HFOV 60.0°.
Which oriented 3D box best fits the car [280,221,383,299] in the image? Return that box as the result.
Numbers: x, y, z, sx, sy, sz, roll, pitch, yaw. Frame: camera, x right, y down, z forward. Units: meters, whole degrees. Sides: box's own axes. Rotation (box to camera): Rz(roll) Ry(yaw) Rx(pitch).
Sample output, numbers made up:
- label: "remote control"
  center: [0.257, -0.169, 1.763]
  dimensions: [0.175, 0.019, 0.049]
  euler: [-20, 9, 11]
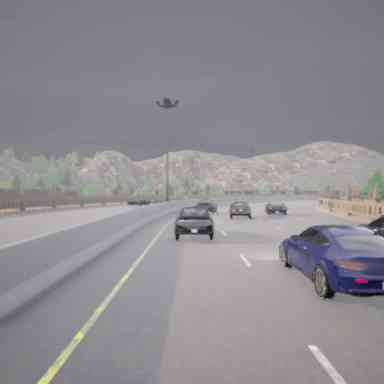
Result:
- label: "car"
  center: [3.601, 1.525, 8.310]
  dimensions: [1.812, 1.442, 4.674]
  euler: [0, 0, 0]

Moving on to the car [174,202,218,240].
- label: "car"
  center: [0.125, 1.490, 17.015]
  dimensions: [2.128, 1.511, 4.902]
  euler: [0, 0, 0]

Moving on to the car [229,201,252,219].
- label: "car"
  center: [4.291, 1.544, 29.515]
  dimensions: [2.033, 1.411, 5.357]
  euler: [0, 0, 7]

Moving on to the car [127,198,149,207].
- label: "car"
  center: [-8.486, 1.594, 52.978]
  dimensions: [1.895, 1.301, 4.718]
  euler: [0, 0, 18]

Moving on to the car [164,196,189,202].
- label: "car"
  center: [-1.946, 1.346, 50.315]
  dimensions: [2.097, 1.767, 4.553]
  euler: [0, 0, 18]

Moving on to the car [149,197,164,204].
- label: "car"
  center: [-4.666, 1.557, 53.232]
  dimensions: [1.994, 1.385, 4.181]
  euler: [0, 0, 19]

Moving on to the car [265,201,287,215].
- label: "car"
  center: [8.444, 1.597, 33.676]
  dimensions: [1.895, 1.301, 4.718]
  euler: [0, 0, 9]

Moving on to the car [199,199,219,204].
- label: "car"
  center: [1.633, 1.501, 35.055]
  dimensions: [1.837, 1.490, 4.892]
  euler: [0, 0, 10]

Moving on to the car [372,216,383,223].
- label: "car"
  center: [7.099, 1.504, 11.180]
  dimensions: [1.837, 1.490, 4.892]
  euler: [0, 0, 0]
